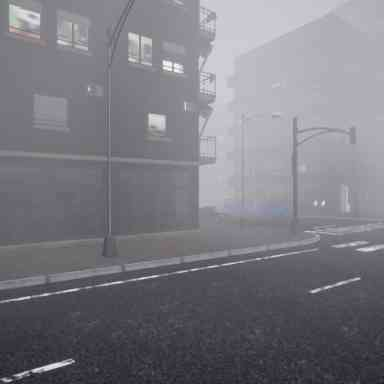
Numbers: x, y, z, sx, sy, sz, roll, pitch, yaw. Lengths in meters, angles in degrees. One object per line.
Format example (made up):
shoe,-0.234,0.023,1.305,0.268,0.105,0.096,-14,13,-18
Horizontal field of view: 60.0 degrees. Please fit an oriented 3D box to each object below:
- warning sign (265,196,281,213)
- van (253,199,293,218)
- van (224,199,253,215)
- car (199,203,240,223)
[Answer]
warning sign,9.019,1.400,36.960,1.300,1.860,1.060,1,0,-36
van,8.528,1.602,33.571,1.690,1.788,3.998,-1,0,-36
van,5.213,1.676,38.087,1.690,1.788,3.998,-1,0,-36
car,1.788,1.874,28.654,1.802,1.307,4.206,-1,0,-36
